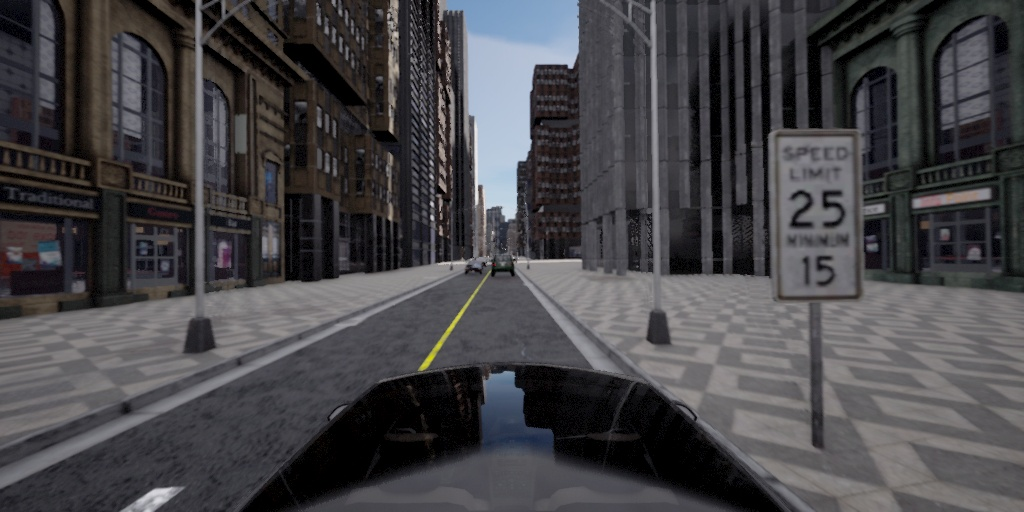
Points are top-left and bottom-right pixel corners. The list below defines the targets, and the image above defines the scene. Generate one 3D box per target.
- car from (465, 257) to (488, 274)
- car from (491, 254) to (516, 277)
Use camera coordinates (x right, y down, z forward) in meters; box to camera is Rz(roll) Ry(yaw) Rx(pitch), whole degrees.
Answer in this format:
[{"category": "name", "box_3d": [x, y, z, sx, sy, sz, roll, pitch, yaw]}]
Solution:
[{"category": "car", "box_3d": [-4.013, 1.190, 38.930, 2.033, 1.411, 5.357, -1, 0, -2]}, {"category": "car", "box_3d": [-0.854, 0.847, 34.181, 2.150, 2.045, 5.566, -1, 0, -1]}]
